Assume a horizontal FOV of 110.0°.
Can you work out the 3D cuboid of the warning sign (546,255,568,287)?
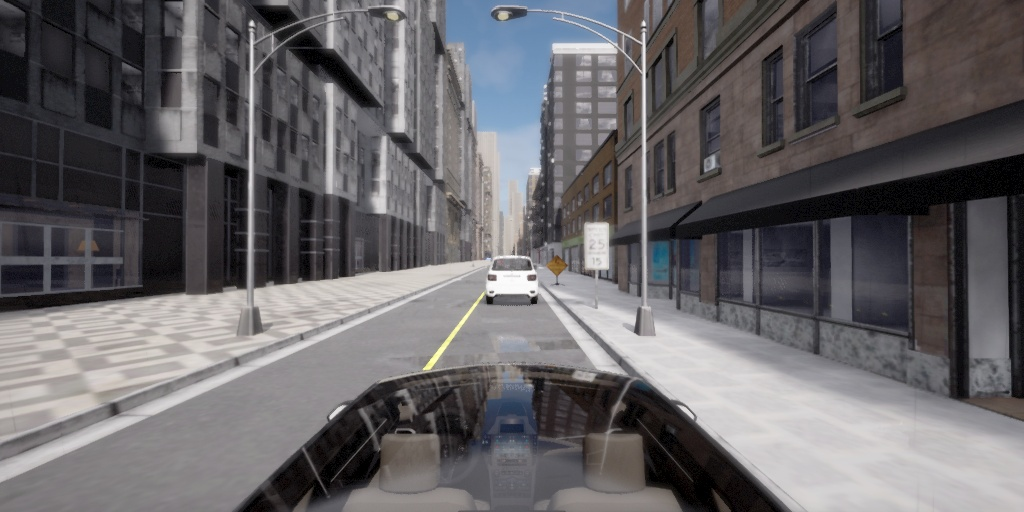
[{"bbox_3d":[2.718,0.862,21.561,1.300,1.860,1.060,0,0,0],"label":"warning sign"}]

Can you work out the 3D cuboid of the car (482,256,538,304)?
[{"bbox_3d":[0.000,1.008,16.531,2.150,2.045,5.566,0,0,0],"label":"car"}]
